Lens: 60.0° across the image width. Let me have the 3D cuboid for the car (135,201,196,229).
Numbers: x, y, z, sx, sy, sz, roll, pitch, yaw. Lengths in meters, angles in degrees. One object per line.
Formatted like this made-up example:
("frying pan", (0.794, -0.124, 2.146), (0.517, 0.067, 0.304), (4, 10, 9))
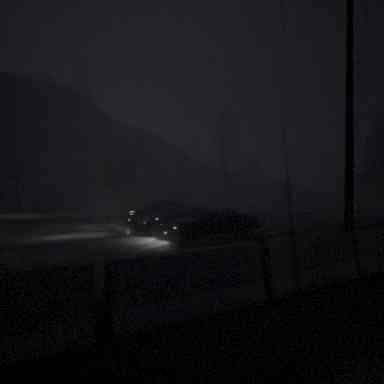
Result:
("car", (-0.576, 1.494, 20.125), (4.902, 1.511, 2.128), (0, 0, -31))

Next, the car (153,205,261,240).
("car", (1.030, 1.543, 17.005), (5.357, 1.411, 2.033), (0, 0, -31))

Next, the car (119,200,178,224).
("car", (-2.661, 1.331, 22.951), (4.553, 1.767, 2.097), (0, 0, -31))
